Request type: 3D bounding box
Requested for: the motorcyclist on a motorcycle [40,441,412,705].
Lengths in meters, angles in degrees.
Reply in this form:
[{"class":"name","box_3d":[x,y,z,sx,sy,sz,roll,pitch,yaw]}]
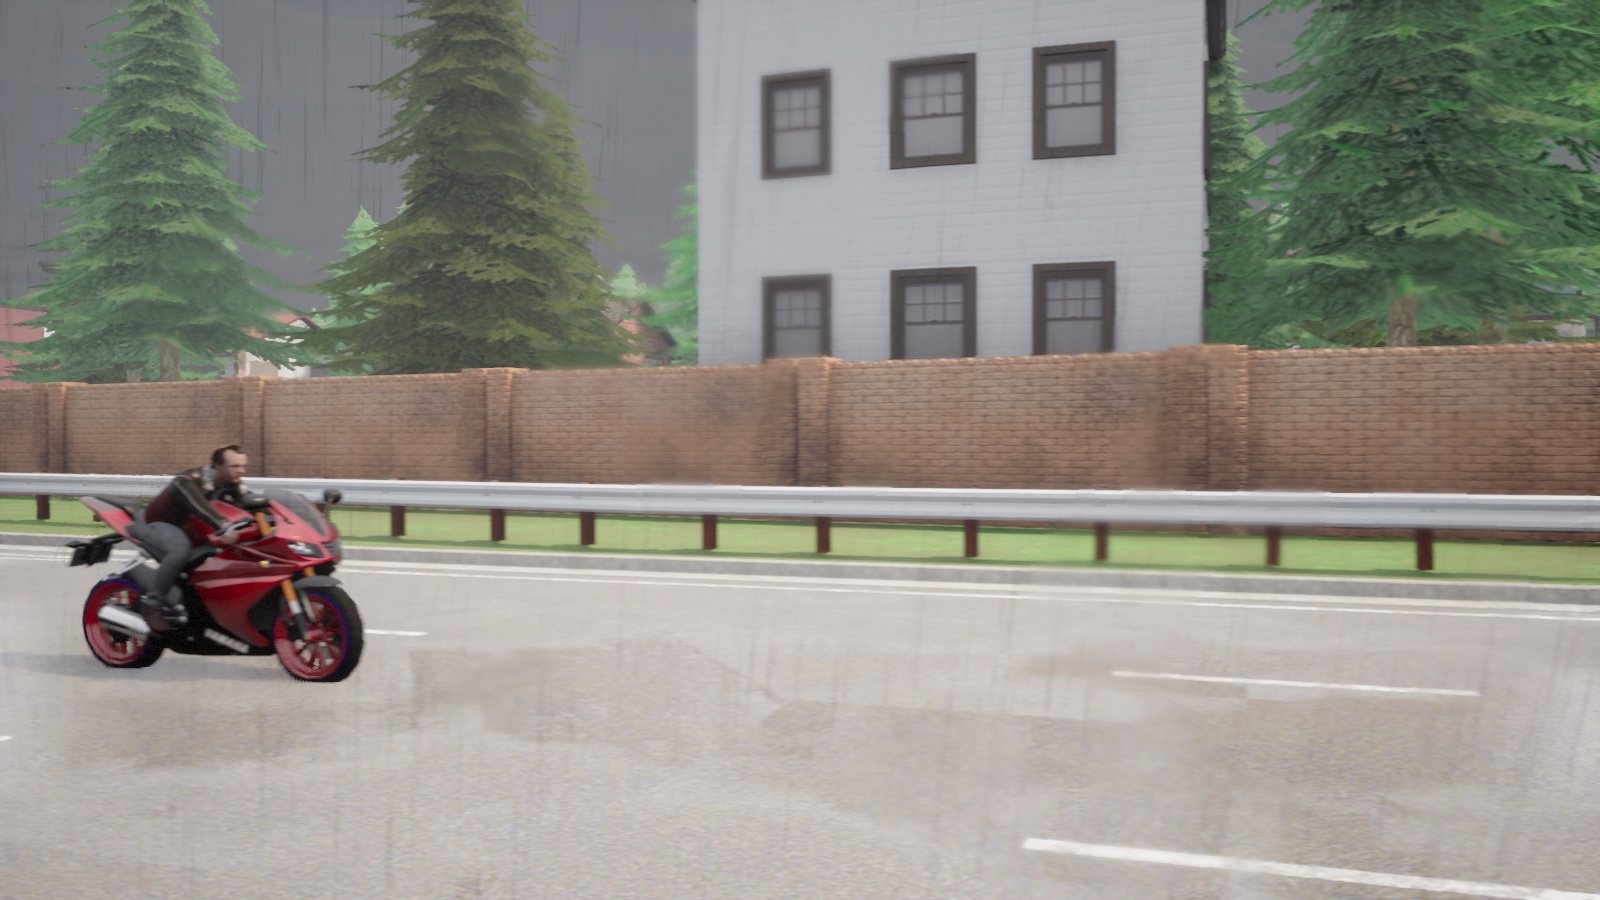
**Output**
[{"class":"motorcyclist on a motorcycle","box_3d":[-3.706,0.717,8.133,2.191,1.530,0.866,1,1,19]}]
